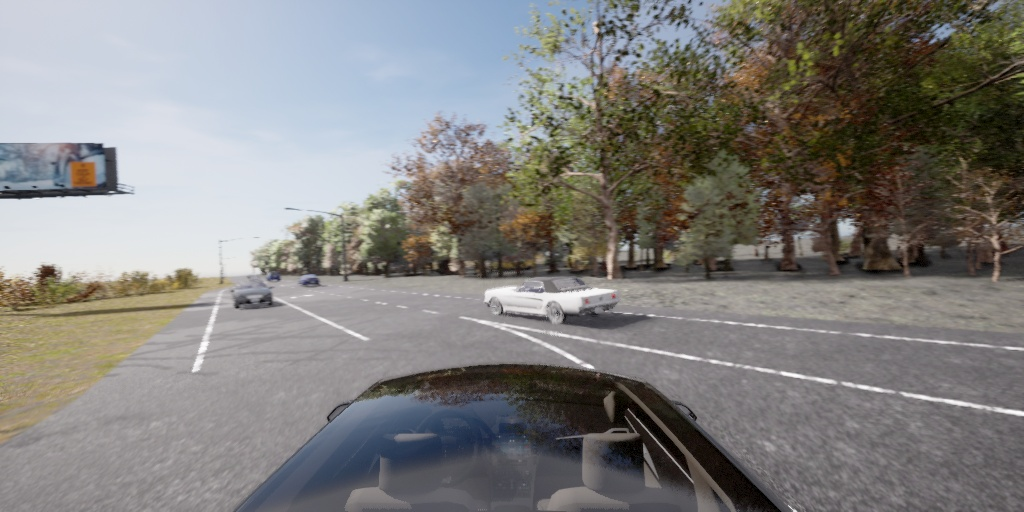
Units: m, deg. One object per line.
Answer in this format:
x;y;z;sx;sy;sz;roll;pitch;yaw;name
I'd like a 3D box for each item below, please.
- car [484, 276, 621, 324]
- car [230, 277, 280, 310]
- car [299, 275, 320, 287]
1.063;1.344;11.884;1.895;1.301;4.718;-3;-1;-39;car
-15.972;2.327;22.049;2.128;1.511;4.902;-3;-1;-39;car
-25.955;3.129;45.839;1.812;1.442;4.674;-3;-1;-39;car
